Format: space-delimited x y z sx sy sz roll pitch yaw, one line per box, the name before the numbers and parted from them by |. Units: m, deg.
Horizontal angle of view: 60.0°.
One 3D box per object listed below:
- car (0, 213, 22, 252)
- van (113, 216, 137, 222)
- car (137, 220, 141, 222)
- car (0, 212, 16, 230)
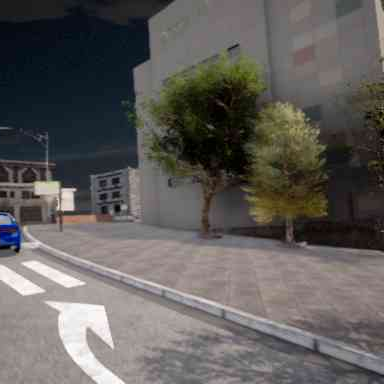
car | -8.574 1.614 14.080 1.882 1.535 5.008 0 1 -36
van | -12.990 5.566 61.820 4.442 1.987 1.878 -7 -9 35
car | -11.259 6.027 63.954 5.008 1.535 2.097 -7 -10 35
car | -15.505 2.398 26.796 1.895 1.301 4.718 -2 -6 -24
